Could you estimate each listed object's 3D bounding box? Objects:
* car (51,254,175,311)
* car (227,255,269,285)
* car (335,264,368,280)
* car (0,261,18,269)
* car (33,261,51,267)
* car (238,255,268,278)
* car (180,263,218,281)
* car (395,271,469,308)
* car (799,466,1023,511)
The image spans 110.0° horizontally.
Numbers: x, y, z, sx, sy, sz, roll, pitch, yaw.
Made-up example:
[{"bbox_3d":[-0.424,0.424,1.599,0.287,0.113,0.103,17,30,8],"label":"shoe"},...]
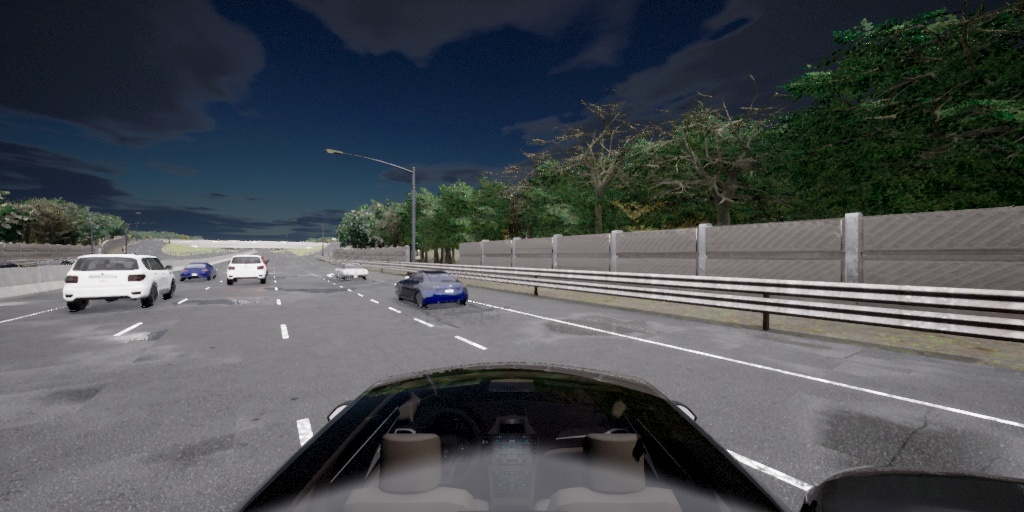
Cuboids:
[{"bbox_3d":[-15.782,0.962,14.734,2.150,2.045,5.566,0,0,-34],"label":"car"},{"bbox_3d":[-19.274,0.955,26.201,2.150,2.045,5.566,0,0,-34],"label":"car"},{"bbox_3d":[-13.756,1.334,30.536,1.895,1.301,4.718,0,0,-34],"label":"car"},{"bbox_3d":[-50.403,1.194,34.687,2.128,1.511,4.902,0,0,-33],"label":"car"},{"bbox_3d":[-48.183,1.206,37.672,1.837,1.490,4.892,0,1,-33],"label":"car"},{"bbox_3d":[-25.266,0.943,35.156,2.150,2.045,5.566,0,0,-34],"label":"car"},{"bbox_3d":[-25.607,1.252,29.364,1.812,1.442,4.674,0,0,-34],"label":"car"},{"bbox_3d":[-3.524,1.310,15.346,1.994,1.385,4.181,0,0,-34],"label":"car"},{"bbox_3d":[2.985,1.315,0.453,4.181,1.385,1.994,0,0,34],"label":"car"}]
